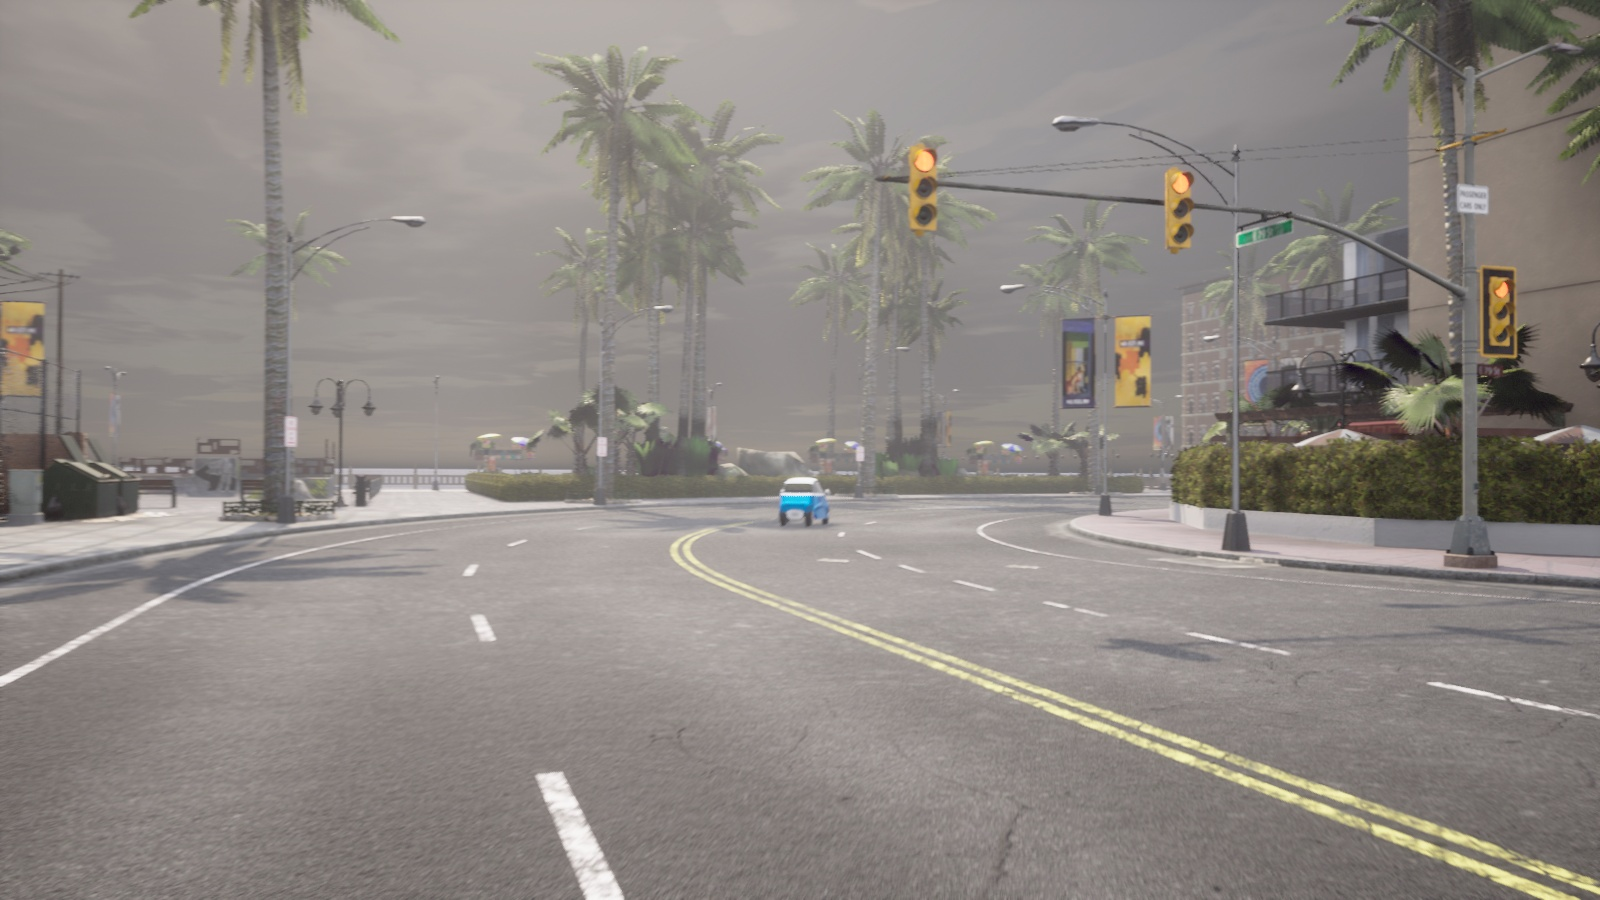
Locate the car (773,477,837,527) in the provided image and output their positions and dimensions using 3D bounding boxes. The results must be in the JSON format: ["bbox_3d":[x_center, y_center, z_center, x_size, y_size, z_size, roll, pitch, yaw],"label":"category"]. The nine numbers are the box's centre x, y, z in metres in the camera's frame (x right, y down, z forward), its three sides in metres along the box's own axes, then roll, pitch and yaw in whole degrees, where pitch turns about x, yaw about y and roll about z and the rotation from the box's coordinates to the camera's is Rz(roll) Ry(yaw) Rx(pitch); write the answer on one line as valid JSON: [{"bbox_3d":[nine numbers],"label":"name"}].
[{"bbox_3d":[0.179,1.481,36.530,1.481,1.376,2.207,0,-1,10],"label":"car"}]
